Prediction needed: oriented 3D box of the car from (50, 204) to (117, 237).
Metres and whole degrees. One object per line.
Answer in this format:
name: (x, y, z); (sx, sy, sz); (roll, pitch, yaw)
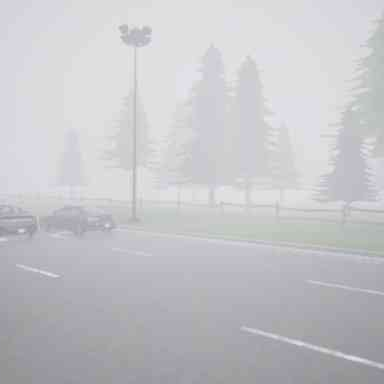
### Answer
car: (-5.781, 1.338, 16.715); (4.674, 1.442, 1.812); (1, 0, 35)

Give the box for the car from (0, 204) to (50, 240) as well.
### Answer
car: (-8.668, 1.288, 14.477); (4.902, 1.511, 2.128); (1, 0, 35)
